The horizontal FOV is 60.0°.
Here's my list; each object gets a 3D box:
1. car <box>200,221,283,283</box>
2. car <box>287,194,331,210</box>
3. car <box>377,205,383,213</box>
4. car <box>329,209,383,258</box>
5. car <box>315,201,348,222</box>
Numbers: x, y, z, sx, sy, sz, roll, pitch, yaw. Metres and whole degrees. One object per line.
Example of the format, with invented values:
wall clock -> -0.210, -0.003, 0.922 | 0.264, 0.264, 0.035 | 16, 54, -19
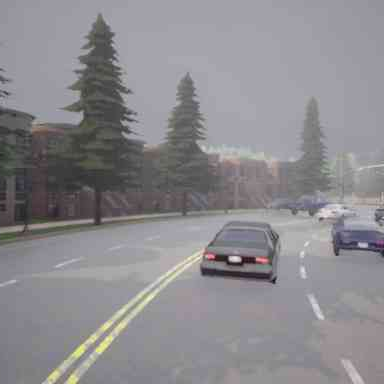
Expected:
car -> 1.669, 1.589, 9.968 | 2.033, 1.411, 5.357 | 1, 0, 16
car -> 12.024, 1.192, 33.237 | 5.566, 2.045, 2.150 | 1, 0, -42
car -> 16.930, 1.818, 27.863 | 4.902, 1.511, 2.128 | 1, 0, -43
car -> 6.684, 1.658, 13.483 | 1.812, 1.442, 4.674 | 1, 0, 22
car -> 12.252, 1.772, 28.195 | 1.812, 1.442, 4.674 | 1, 0, 43
